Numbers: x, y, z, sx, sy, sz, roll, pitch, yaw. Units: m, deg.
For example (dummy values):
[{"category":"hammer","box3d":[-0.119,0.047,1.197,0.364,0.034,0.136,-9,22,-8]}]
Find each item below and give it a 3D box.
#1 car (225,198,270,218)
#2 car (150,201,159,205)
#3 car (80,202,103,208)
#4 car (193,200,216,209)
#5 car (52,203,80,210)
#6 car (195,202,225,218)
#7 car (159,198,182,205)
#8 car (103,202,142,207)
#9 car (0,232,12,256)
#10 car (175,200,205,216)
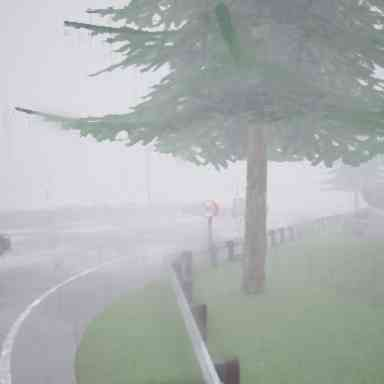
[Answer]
[{"category":"car","box3d":[5.947,1.582,33.833,2.150,2.045,5.566,-1,0,36]},{"category":"car","box3d":[-6.280,2.307,64.948,1.895,1.301,4.718,-1,0,36]},{"category":"car","box3d":[-13.614,2.164,48.899,1.812,1.442,4.674,-1,0,36]},{"category":"car","box3d":[2.262,2.165,58.843,1.994,1.385,4.181,-1,0,36]},{"category":"car","box3d":[-18.029,2.280,48.775,1.895,1.301,4.718,-1,0,36]},{"category":"car","box3d":[2.755,2.000,35.379,1.895,1.301,4.718,-1,0,36]},{"category":"car","box3d":[-3.407,1.910,62.956,2.097,1.767,4.553,-1,0,36]},{"category":"car","box3d":[-8.736,2.038,43.714,1.882,1.535,5.008,-1,0,36]},{"category":"car","box3d":[-9.374,1.889,12.538,1.812,1.442,4.674,-1,0,36]},{"category":"car","box3d":[0.698,1.930,38.512,2.128,1.511,4.902,-1,0,36]}]
